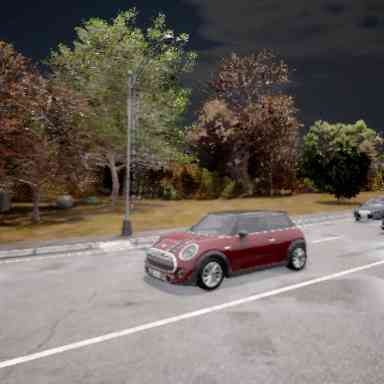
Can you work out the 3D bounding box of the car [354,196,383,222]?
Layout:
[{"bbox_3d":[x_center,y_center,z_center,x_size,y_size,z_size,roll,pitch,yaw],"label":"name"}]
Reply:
[{"bbox_3d":[12.150,1.051,21.031,4.902,1.511,2.128,-2,1,-35],"label":"car"}]

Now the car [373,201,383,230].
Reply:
[{"bbox_3d":[11.374,1.219,16.298,5.357,1.411,2.033,-2,1,-35],"label":"car"}]

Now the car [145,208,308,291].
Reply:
[{"bbox_3d":[1.024,1.290,9.002,4.553,1.767,2.097,-1,1,-35],"label":"car"}]
